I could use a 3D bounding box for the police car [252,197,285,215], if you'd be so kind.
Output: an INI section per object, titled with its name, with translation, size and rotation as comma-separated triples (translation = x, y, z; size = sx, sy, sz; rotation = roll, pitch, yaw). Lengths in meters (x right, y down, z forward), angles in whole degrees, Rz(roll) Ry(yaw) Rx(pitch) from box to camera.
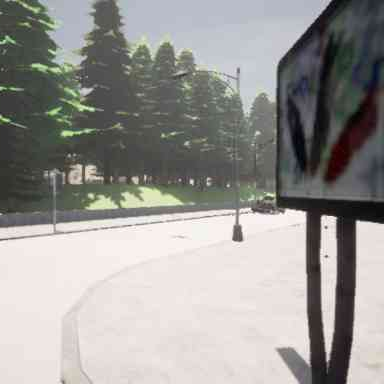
[police car]
translation = 7.646, 1.322, 33.147
size = 1.930, 1.638, 5.238
rotation = 1, 0, 36
